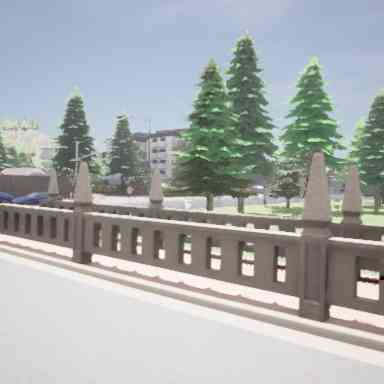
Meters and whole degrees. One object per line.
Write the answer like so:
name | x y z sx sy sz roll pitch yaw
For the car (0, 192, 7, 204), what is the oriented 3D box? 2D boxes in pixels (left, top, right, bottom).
car | -19.804 0.608 32.352 1.812 1.442 4.674 2 1 38

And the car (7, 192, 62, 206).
car | -15.110 0.712 32.713 1.812 1.442 4.674 2 1 38
